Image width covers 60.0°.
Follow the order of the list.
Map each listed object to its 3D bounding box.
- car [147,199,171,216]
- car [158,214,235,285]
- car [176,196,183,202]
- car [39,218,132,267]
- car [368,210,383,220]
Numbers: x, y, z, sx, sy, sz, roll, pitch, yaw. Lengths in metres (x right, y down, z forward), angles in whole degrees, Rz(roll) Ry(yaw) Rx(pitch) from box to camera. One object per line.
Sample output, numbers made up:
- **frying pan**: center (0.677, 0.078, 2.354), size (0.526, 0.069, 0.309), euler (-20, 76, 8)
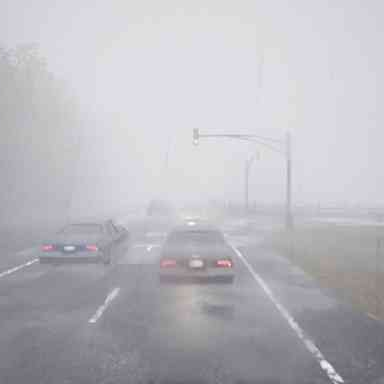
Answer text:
- **car**: center (-3.403, 1.510, 34.909), size (2.097, 1.767, 4.553), euler (0, 0, 0)
- **car**: center (0.106, 1.593, 9.634), size (2.033, 1.411, 5.357), euler (0, 0, 0)
- **car**: center (-3.509, 1.898, 92.051), size (1.837, 1.490, 4.892), euler (0, 0, 0)
- **car**: center (-3.397, 1.602, 11.624), size (2.033, 1.411, 5.357), euler (0, 0, -1)
- **car**: center (19.485, 1.952, 31.062), size (5.357, 1.411, 2.033), euler (1, -1, 0)
